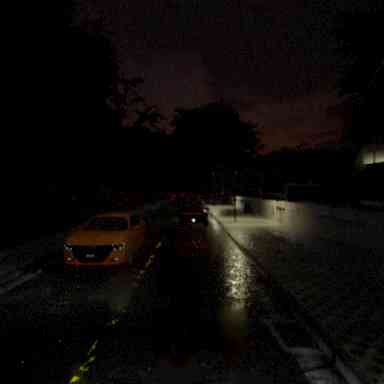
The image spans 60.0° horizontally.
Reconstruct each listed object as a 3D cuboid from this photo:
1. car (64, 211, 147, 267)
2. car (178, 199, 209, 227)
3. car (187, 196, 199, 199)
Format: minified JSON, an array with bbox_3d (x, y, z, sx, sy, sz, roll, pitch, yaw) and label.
[{"bbox_3d":[-2.752,1.455,11.498,1.882,1.535,5.008,0,0,0],"label":"car"},{"bbox_3d":[0.096,1.455,22.520,1.837,1.490,4.892,0,0,0],"label":"car"},{"bbox_3d":[0.097,1.249,40.196,2.097,1.767,4.553,0,0,0],"label":"car"}]
